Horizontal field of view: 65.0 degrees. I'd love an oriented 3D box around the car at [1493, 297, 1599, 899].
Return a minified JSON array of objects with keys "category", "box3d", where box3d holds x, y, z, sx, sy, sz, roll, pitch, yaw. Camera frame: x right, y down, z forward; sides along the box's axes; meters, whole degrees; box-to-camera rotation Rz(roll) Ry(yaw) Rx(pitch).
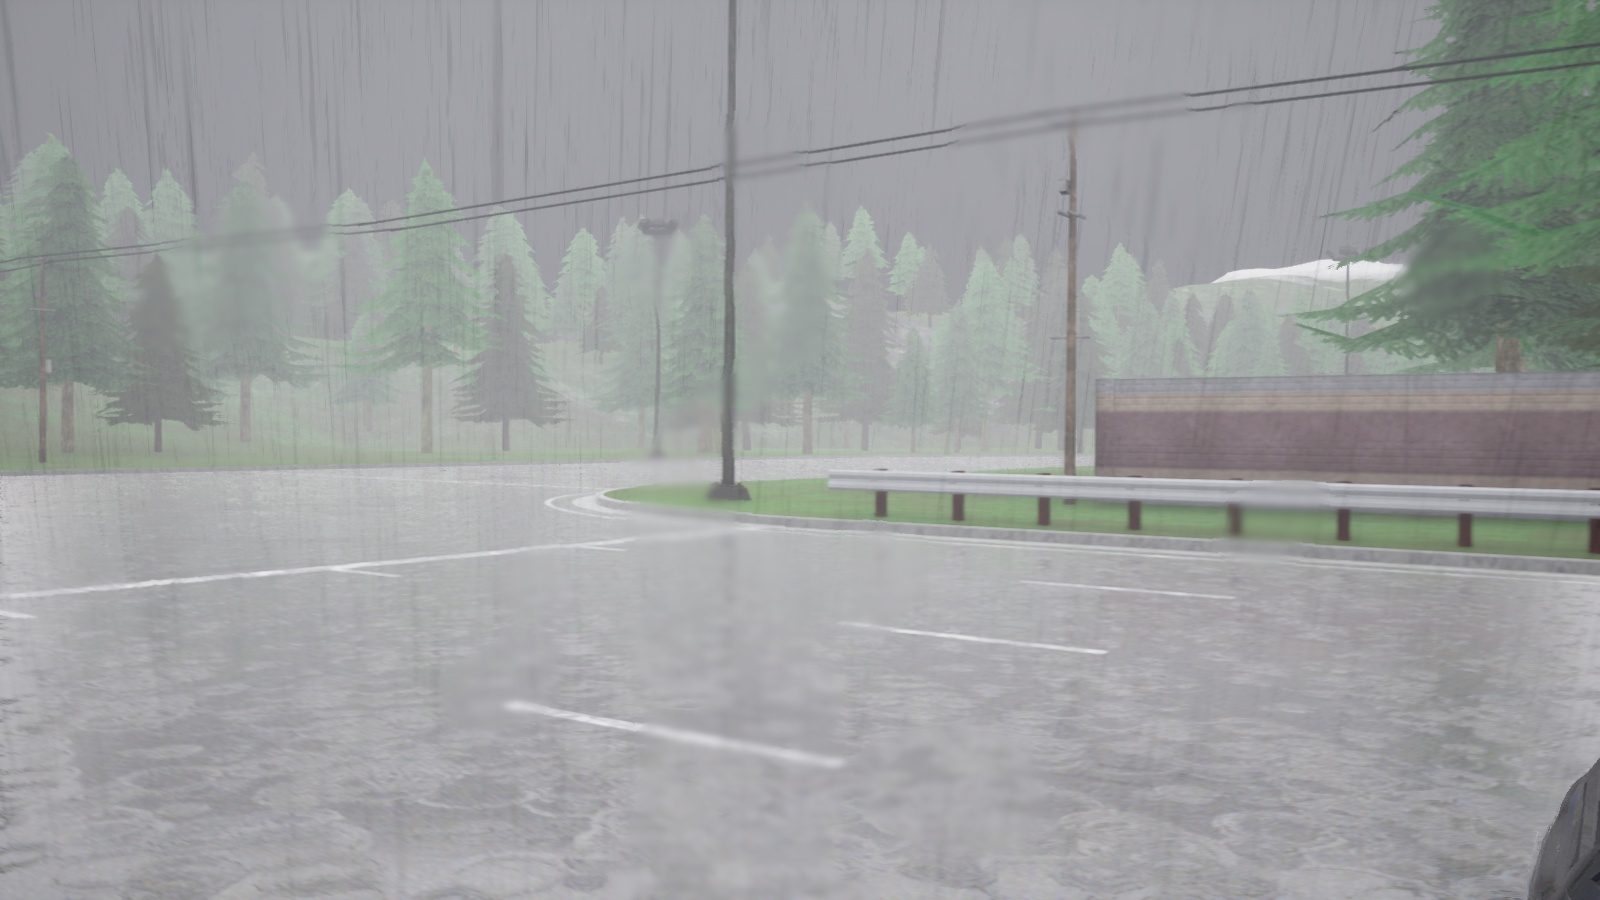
[{"category":"car","box3d":[3.187,0.580,1.504,3.988,1.617,1.851,0,1,34]}]
